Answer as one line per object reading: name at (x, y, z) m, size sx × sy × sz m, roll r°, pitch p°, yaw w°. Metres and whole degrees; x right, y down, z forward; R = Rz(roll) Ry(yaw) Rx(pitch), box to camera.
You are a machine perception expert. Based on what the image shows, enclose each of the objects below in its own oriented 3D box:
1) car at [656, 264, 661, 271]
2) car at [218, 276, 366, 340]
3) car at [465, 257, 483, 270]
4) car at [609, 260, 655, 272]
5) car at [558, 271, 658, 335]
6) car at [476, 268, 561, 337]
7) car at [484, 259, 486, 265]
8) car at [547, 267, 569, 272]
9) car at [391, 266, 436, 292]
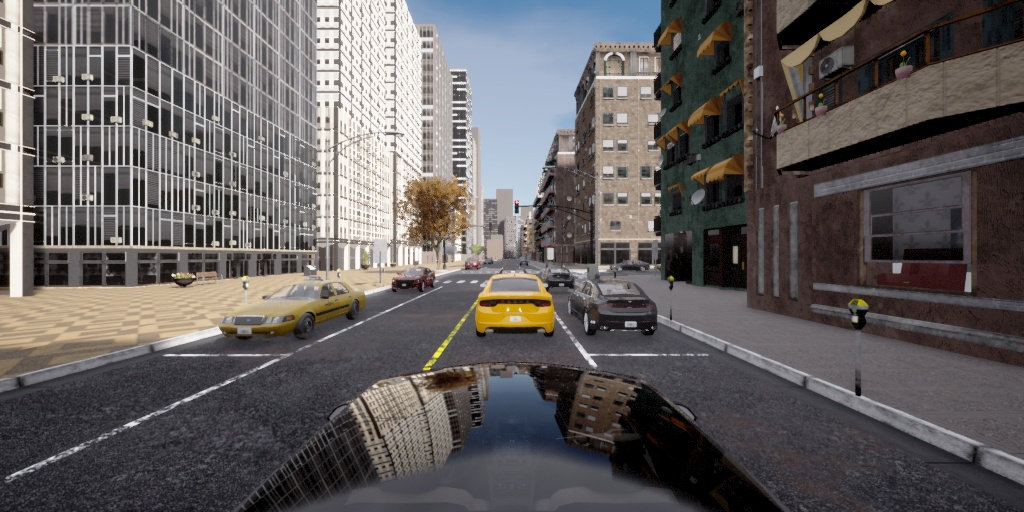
car at (18.736, 1.006, 40.823) m, size 4.829 × 1.417 × 1.751 m, roll 0°, pitch 0°, yaw -1°
car at (-5.712, 1.276, 10.057) m, size 1.751 × 1.417 × 4.829 m, roll 0°, pitch 0°, yaw 0°
car at (-5.819, 1.099, 53.679) m, size 2.192 × 1.841 × 5.009 m, roll 0°, pitch 0°, yaw 0°
car at (13.339, 1.109, 40.755) m, size 4.403 × 1.370 × 2.007 m, roll 0°, pitch 0°, yaw -1°
car at (2.668, 1.301, 10.246) m, size 2.007 × 1.370 × 4.403 m, roll 0°, pitch 0°, yaw 0°
car at (0.068, 1.228, 10.339) m, size 1.882 × 1.535 × 5.008 m, roll 0°, pitch 0°, yaw 0°
car at (-5.832, 1.357, 59.202) m, size 1.948 × 1.339 × 4.313 m, roll 0°, pitch 0°, yaw 0°
car at (2.641, 1.305, 21.312) m, size 2.007 × 1.370 × 4.403 m, roll 0°, pitch 0°, yaw 0°
car at (-5.739, 1.300, 21.292) m, size 1.888 × 1.381 × 4.507 m, roll 0°, pitch 0°, yaw 0°
